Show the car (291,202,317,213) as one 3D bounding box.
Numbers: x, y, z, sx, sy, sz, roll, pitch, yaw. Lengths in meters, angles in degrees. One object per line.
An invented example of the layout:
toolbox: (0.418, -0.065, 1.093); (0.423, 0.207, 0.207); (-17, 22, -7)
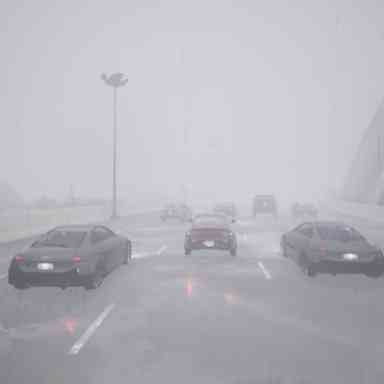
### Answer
car: (10.367, 1.616, 31.178); (1.895, 1.301, 4.718); (0, 0, 11)

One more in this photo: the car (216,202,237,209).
car: (3.185, 1.602, 30.927); (1.895, 1.301, 4.718); (0, 0, 11)

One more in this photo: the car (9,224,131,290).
car: (-3.016, 1.557, 9.107); (1.994, 1.385, 4.181); (0, 0, 3)

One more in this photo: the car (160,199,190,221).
car: (-1.144, 1.541, 26.559); (2.033, 1.411, 5.357); (0, 0, 9)

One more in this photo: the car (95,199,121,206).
car: (-9.444, 1.575, 39.788); (1.895, 1.301, 4.718); (0, 0, 13)

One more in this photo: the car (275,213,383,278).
car: (4.064, 1.570, 10.259); (1.994, 1.385, 4.181); (0, 0, 4)

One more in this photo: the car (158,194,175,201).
car: (-6.232, 1.271, 81.380); (2.097, 1.767, 4.553); (0, 0, 25)

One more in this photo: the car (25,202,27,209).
car: (-19.450, 1.445, 43.016); (2.128, 1.511, 4.902); (0, 0, 13)

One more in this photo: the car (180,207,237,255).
car: (0.773, 1.525, 13.241); (1.812, 1.442, 4.674); (0, 0, 5)

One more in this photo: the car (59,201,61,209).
car: (-15.741, 1.453, 43.503); (2.128, 1.511, 4.902); (0, 0, 14)

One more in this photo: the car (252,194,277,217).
car: (6.905, 1.230, 31.724); (2.150, 2.045, 5.566); (0, 0, 11)

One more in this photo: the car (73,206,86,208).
car: (-12.486, 1.473, 42.091); (1.837, 1.490, 4.892); (0, 0, 14)
